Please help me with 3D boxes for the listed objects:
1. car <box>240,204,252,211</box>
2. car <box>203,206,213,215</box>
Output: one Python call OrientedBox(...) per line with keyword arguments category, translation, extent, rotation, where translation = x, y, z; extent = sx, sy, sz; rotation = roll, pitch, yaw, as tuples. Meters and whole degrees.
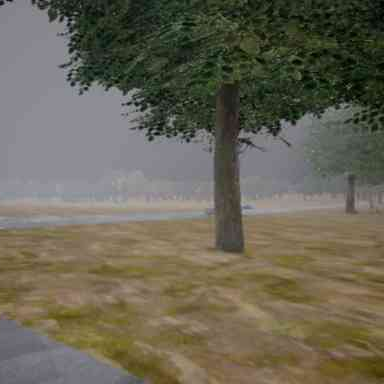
OrientedBox(category="car", translation=(11.205, 3.270, 72.325), extent=(1.882, 1.535, 5.008), rotation=(0, -1, 37))
OrientedBox(category="car", translation=(3.846, 2.772, 50.778), extent=(2.033, 1.411, 5.357), rotation=(0, -2, 37))
